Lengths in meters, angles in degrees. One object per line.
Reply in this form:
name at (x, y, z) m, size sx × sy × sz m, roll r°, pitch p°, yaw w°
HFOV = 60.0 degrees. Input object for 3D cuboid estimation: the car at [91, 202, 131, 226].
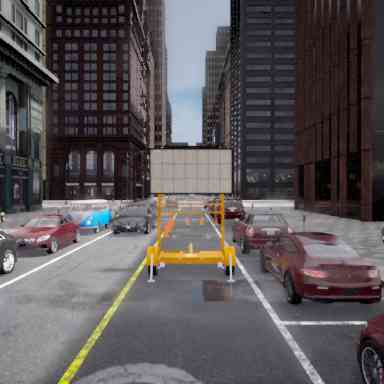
car at (-5.822, 1.531, 24.545) m, size 1.752 × 1.417 × 4.829 m, roll 0°, pitch 0°, yaw 0°

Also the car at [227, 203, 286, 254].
car at (2.728, 1.441, 13.467) m, size 1.967 × 1.590 × 4.097 m, roll 0°, pitch 0°, yaw 0°

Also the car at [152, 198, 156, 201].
car at (-5.861, 1.585, 41.625) m, size 1.947 × 1.339 × 4.313 m, roll 0°, pitch 0°, yaw 0°

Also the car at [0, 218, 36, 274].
car at (-5.784, 1.551, 7.805) m, size 2.008 × 1.369 × 4.403 m, roll 0°, pitch 0°, yaw 0°

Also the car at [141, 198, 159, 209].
car at (-5.874, 1.575, 47.262) m, size 2.008 × 1.369 × 4.403 m, roll 0°, pitch 0°, yaw 0°

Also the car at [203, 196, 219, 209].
car at (2.650, 1.464, 47.283) m, size 1.967 × 1.590 × 4.097 m, roll 0°, pitch 0°, yaw 0°

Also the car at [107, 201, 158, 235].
car at (-3.143, 1.508, 18.844) m, size 1.837 × 1.490 × 4.892 m, roll 0°, pitch 0°, yaw 0°

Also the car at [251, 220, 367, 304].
car at (2.741, 1.582, 7.831) m, size 1.802 × 1.307 × 4.206 m, roll 0°, pitch 0°, yaw 0°

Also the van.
van at (-5.810, 1.344, 19.079) m, size 1.690 × 1.788 × 3.998 m, roll 0°, pitch 0°, yaw 0°

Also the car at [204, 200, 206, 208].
car at (2.676, 1.579, 36.011) m, size 1.947 × 1.339 × 4.313 m, roll 0°, pitch 0°, yaw 0°

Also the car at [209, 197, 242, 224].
car at (2.701, 1.321, 24.738) m, size 2.192 × 1.841 × 5.009 m, roll 0°, pitch 0°, yaw 0°

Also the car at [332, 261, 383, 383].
car at (2.755, 1.582, 2.194) m, size 1.802 × 1.307 × 4.206 m, roll 0°, pitch 0°, yaw 0°

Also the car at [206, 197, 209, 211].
car at (2.688, 1.324, 30.375) m, size 2.192 × 1.841 × 5.009 m, roll 0°, pitch 0°, yaw 0°

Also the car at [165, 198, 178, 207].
car at (-3.120, 1.577, 52.346) m, size 2.033 × 1.411 × 5.357 m, roll 0°, pitch 0°, yaw 0°

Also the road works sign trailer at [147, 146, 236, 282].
road works sign trailer at (-0.023, 0.465, 9.713) m, size 2.380 × 3.560 × 2.880 m, roll 0°, pitch 0°, yaw 0°

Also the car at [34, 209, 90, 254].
car at (-5.796, 1.583, 13.443) m, size 1.802 × 1.307 × 4.206 m, roll 0°, pitch 0°, yaw 0°

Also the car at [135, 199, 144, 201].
car at (-5.835, 1.591, 30.352) m, size 1.802 × 1.307 × 4.206 m, roll 0°, pitch 0°, yaw 0°

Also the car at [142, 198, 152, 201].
car at (-5.848, 1.580, 35.989) m, size 1.947 × 1.339 × 4.313 m, roll 0°, pitch 0°, yaw 0°
